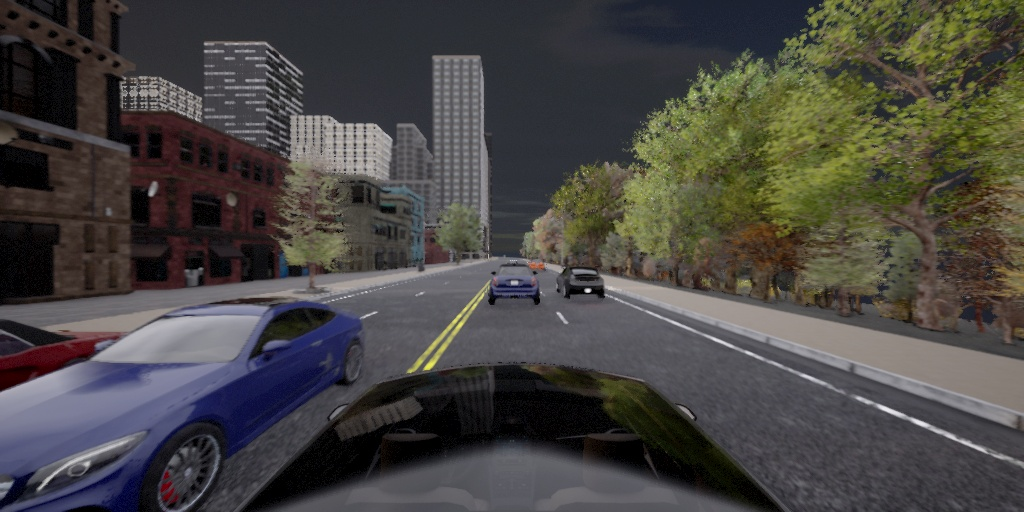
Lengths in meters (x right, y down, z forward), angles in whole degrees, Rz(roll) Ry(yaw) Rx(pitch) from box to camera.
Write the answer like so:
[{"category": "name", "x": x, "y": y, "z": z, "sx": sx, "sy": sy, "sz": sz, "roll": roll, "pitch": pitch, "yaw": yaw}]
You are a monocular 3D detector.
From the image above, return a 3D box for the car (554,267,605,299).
[{"category": "car", "x": 3.351, "y": 1.269, "z": 18.234, "sx": 1.837, "sy": 1.490, "sz": 4.892, "roll": 0, "pitch": 0, "yaw": 0}]

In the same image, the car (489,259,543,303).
[{"category": "car", "x": 0.101, "y": 1.115, "z": 16.717, "sx": 2.097, "sy": 1.767, "sz": 4.553, "roll": 0, "pitch": 0, "yaw": 0}]

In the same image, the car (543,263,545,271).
[{"category": "car", "x": 3.355, "y": 1.136, "z": 49.898, "sx": 2.097, "sy": 1.767, "sz": 4.553, "roll": 0, "pitch": 0, "yaw": 0}]

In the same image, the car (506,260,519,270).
[{"category": "car", "x": 0.104, "y": 1.352, "z": 55.804, "sx": 1.994, "sy": 1.385, "sz": 4.181, "roll": 0, "pitch": 0, "yaw": 0}]

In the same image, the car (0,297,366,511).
[{"category": "car", "x": -3.350, "y": 1.278, "z": 4.296, "sx": 1.812, "sy": 1.442, "sz": 4.674, "roll": 0, "pitch": 0, "yaw": 0}]

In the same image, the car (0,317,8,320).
[{"category": "car", "x": -6.600, "y": 1.353, "z": 3.367, "sx": 1.895, "sy": 1.301, "sz": 4.718, "roll": 0, "pitch": 0, "yaw": 0}]
